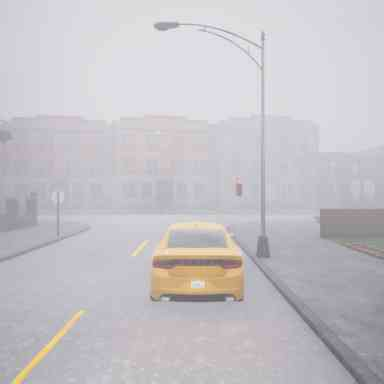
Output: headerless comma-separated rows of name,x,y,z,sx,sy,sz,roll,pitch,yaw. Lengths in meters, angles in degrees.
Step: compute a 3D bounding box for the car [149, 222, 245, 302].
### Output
car,0.107,1.478,8.334,1.882,1.535,5.008,0,0,0
